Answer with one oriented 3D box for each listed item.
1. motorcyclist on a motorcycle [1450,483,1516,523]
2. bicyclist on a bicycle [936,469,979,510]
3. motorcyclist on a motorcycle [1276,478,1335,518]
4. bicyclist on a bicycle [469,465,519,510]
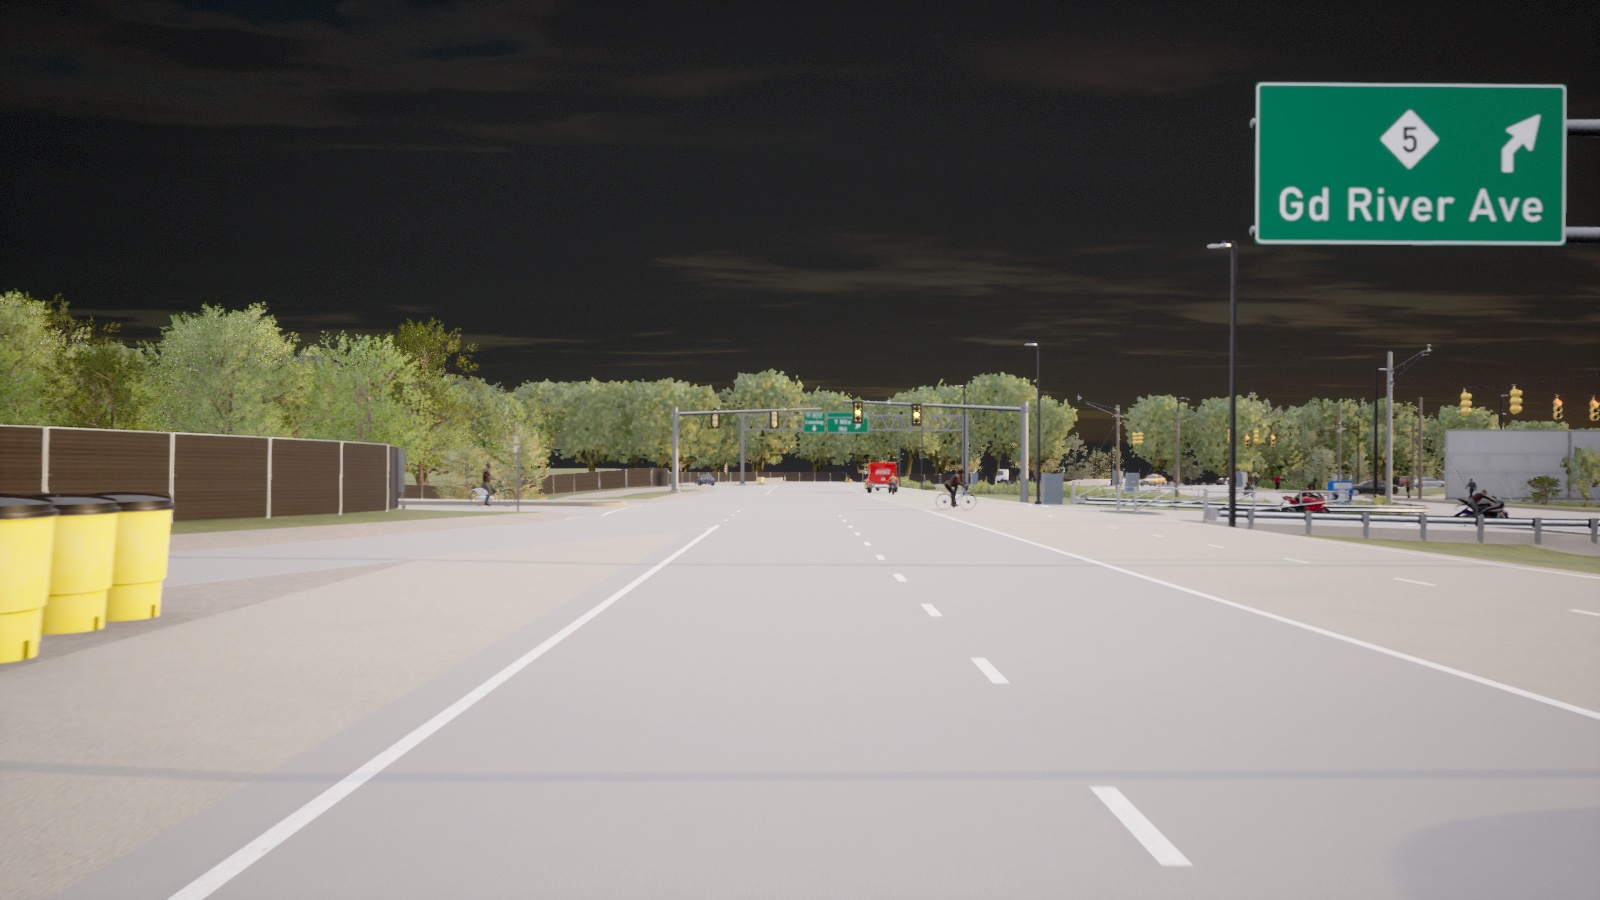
[{"bbox_3d":[27.577,2.135,50.728,2.191,1.530,0.866,-1,-1,-2],"label":"motorcyclist on a motorcycle"},{"bbox_3d":[6.353,1.580,50.573,1.656,1.620,0.582,0,-1,0],"label":"bicyclist on a bicycle"},{"bbox_3d":[20.365,1.938,50.620,2.044,1.523,0.797,1,-1,0],"label":"motorcyclist on a motorcycle"},{"bbox_3d":[-12.288,1.491,50.467,1.843,1.776,0.659,0,-1,-1],"label":"bicyclist on a bicycle"}]
